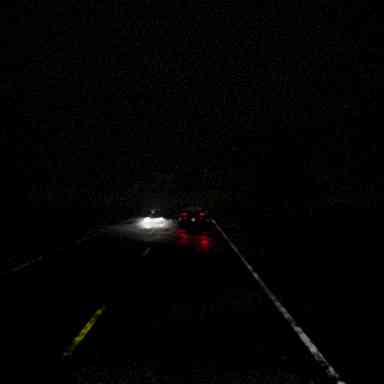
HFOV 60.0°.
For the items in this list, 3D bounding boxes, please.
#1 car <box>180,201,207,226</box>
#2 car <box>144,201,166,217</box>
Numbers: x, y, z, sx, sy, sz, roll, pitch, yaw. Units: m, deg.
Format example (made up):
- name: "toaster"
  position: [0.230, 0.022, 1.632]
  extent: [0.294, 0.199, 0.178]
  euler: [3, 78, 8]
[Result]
- name: "car"
  position: [0.086, 1.629, 24.009]
  extent: [1.812, 1.442, 4.674]
  euler: [0, 0, 0]
- name: "car"
  position: [-3.609, 1.633, 33.178]
  extent: [2.128, 1.511, 4.902]
  euler: [0, 0, 0]
